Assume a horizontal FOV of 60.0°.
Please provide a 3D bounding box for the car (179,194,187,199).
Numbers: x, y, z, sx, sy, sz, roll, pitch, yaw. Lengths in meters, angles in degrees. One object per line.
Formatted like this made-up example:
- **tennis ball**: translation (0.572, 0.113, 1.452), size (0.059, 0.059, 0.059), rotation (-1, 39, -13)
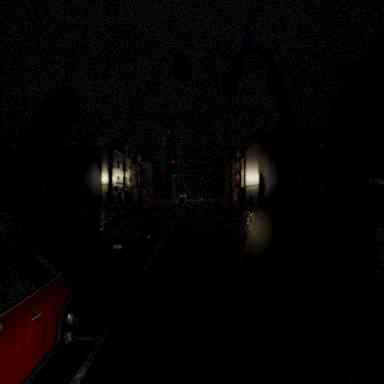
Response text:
- **car**: translation (-2.663, 1.588, 74.172), size (1.967, 1.590, 4.097), rotation (0, 0, 0)

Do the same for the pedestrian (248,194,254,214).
- **pedestrian**: translation (5.497, 1.136, 30.891), size (0.375, 1.860, 0.375), rotation (0, -1, 0)

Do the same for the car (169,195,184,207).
- **car**: translation (-2.654, 1.599, 51.581), size (1.752, 1.417, 4.829), rotation (0, 0, 0)

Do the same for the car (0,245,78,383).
- **car**: translation (-2.632, 1.441, 3.220), size (1.967, 1.590, 4.097), rotation (1, 0, 0)

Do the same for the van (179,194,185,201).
- **van**: translation (-2.669, 1.558, 90.989), size (1.690, 1.788, 3.998), rotation (0, 0, 0)

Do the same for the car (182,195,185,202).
- **car**: translation (-2.656, 1.635, 57.355), size (1.887, 1.381, 4.507), rotation (0, 0, 0)

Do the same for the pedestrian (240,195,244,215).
- **pedestrian**: translation (4.497, 1.159, 30.291), size (0.375, 1.860, 0.375), rotation (0, -1, 0)

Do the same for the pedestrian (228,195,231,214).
- **pedestrian**: translation (3.497, 1.166, 31.490), size (0.375, 1.860, 0.375), rotation (0, -1, 0)

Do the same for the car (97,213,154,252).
- **car**: translation (-2.638, 1.574, 13.981), size (1.947, 1.339, 4.313), rotation (0, 0, 0)
